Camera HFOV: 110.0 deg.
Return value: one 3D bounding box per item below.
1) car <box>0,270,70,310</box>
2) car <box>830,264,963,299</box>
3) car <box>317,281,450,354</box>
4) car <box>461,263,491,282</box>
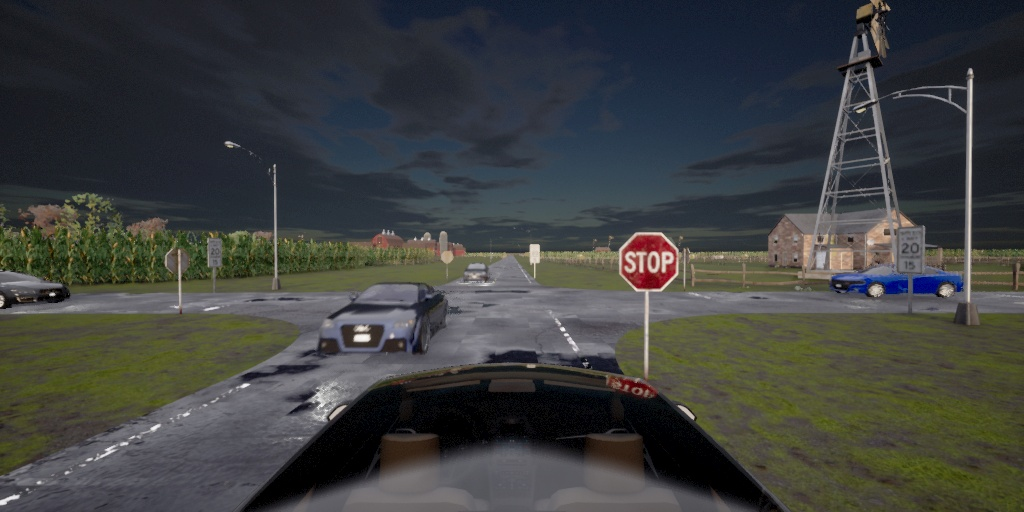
[{"bbox_3d":[-21.290,1.339,14.721,4.892,1.490,1.837,0,1,0],"label":"car"},{"bbox_3d":[18.064,1.133,17.015,5.008,1.535,1.882,0,1,2],"label":"car"},{"bbox_3d":[-2.751,1.315,8.573,1.994,1.385,4.181,0,0,0],"label":"car"},{"bbox_3d":[-2.749,1.268,28.556,1.812,1.442,4.674,0,0,0],"label":"car"}]
